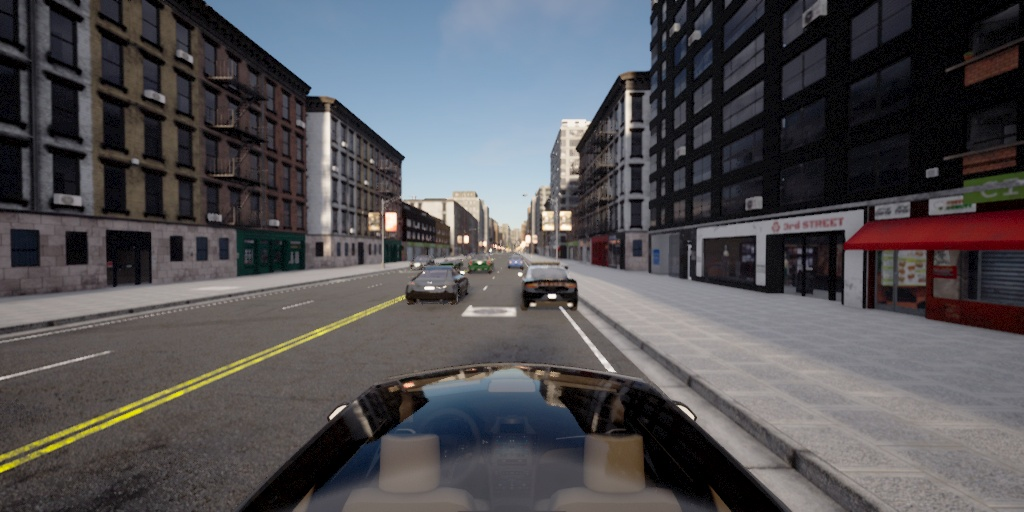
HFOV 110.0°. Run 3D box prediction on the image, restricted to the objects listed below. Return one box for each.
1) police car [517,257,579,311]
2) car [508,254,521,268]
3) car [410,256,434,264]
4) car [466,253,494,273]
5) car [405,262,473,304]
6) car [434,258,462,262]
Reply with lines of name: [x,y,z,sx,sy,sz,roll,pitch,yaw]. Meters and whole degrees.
police car: [1.263,1.005,13.691,1.930,1.638,5.238,0,1,1]
car: [0.477,0.705,42.572,2.033,1.411,5.357,0,1,1]
car: [-9.485,0.709,38.315,2.128,1.511,4.902,0,1,1]
car: [-2.832,0.638,33.720,2.097,1.767,4.553,0,1,1]
car: [-3.010,1.122,15.131,1.994,1.385,4.181,0,1,1]
car: [-6.255,0.842,36.710,1.895,1.301,4.718,0,1,1]
